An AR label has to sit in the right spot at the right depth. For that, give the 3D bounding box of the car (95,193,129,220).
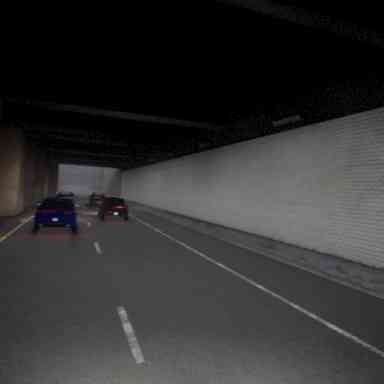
[{"bbox_3d":[-5.743,1.129,24.041,1.837,1.490,4.892,3,0,-19],"label":"car"}]

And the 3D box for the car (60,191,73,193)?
[{"bbox_3d":[-13.036,0.669,34.395,2.128,1.511,4.902,3,0,-20],"label":"car"}]

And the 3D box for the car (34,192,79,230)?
[{"bbox_3d":[-7.001,1.037,17.375,1.882,1.535,5.008,3,0,-20],"label":"car"}]

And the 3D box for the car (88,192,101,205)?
[{"bbox_3d":[-11.072,0.780,39.112,2.128,1.511,4.902,3,0,-19],"label":"car"}]
